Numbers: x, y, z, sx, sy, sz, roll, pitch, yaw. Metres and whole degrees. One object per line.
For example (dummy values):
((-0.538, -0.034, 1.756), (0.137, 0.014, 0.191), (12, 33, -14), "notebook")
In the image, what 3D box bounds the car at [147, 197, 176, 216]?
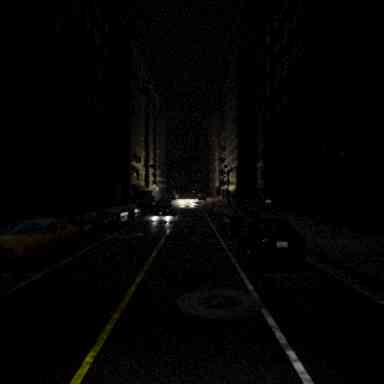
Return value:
((-2.842, 1.558, 32.909), (2.033, 1.411, 5.357), (0, 0, 0), "car")

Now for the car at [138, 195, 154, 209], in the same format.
((-5.396, 1.325, 38.866), (2.192, 1.841, 5.009), (0, 0, 0), "car")

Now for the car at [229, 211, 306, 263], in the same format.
((2.634, 1.573, 11.794), (1.947, 1.339, 4.313), (0, 0, 0), "car")

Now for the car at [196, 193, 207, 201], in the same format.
((2.621, 1.444, 81.686), (1.967, 1.590, 4.097), (0, 0, 0), "car")

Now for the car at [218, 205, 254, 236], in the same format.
((2.633, 1.576, 17.207), (1.947, 1.339, 4.313), (0, 0, 0), "car")

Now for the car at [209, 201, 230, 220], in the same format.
((2.631, 1.536, 28.203), (1.752, 1.417, 4.829), (0, 0, 0), "car")

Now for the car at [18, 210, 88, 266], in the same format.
((-5.391, 1.532, 11.632), (1.752, 1.417, 4.829), (0, 0, 0), "car")

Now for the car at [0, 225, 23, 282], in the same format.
((-5.390, 1.569, 6.389), (1.947, 1.339, 4.313), (0, 0, 0), "car")

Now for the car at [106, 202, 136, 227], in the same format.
((-5.393, 1.561, 22.628), (2.008, 1.369, 4.403), (0, 0, 0), "car")

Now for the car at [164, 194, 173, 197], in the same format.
((-5.401, 1.559, 65.329), (2.008, 1.369, 4.403), (0, 0, 0), "car")

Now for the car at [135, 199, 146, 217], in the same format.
((-5.394, 1.561, 28.041), (2.008, 1.369, 4.403), (0, 0, 0), "car")

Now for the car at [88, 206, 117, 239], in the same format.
((-5.392, 1.591, 17.215), (1.802, 1.307, 4.206), (0, 0, 0), "car")

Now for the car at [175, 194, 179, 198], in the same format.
((-5.407, 1.564, 92.600), (1.947, 1.339, 4.313), (0, 0, 0), "car")
